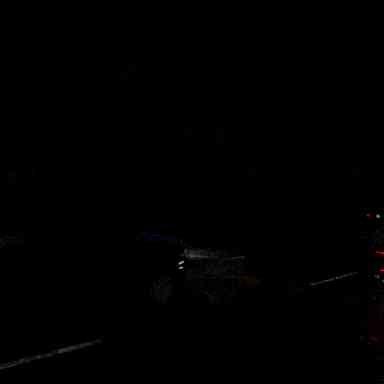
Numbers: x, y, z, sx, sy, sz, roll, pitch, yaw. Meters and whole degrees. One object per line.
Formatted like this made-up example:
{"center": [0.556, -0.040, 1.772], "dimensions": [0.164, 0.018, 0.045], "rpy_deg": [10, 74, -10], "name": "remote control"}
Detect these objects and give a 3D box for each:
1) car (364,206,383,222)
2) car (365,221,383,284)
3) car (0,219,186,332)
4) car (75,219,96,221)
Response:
{"center": [13.440, 1.546, 21.811], "dimensions": [5.357, 1.411, 2.033], "rpy_deg": [0, 0, -35], "name": "car"}
{"center": [6.355, 1.506, 8.232], "dimensions": [4.892, 1.490, 1.837], "rpy_deg": [0, 0, -35], "name": "car"}
{"center": [-2.432, 1.477, 6.312], "dimensions": [5.008, 1.535, 1.882], "rpy_deg": [0, 0, -35], "name": "car"}
{"center": [-2.852, 1.547, 10.291], "dimensions": [5.357, 1.411, 2.033], "rpy_deg": [0, 0, -35], "name": "car"}
